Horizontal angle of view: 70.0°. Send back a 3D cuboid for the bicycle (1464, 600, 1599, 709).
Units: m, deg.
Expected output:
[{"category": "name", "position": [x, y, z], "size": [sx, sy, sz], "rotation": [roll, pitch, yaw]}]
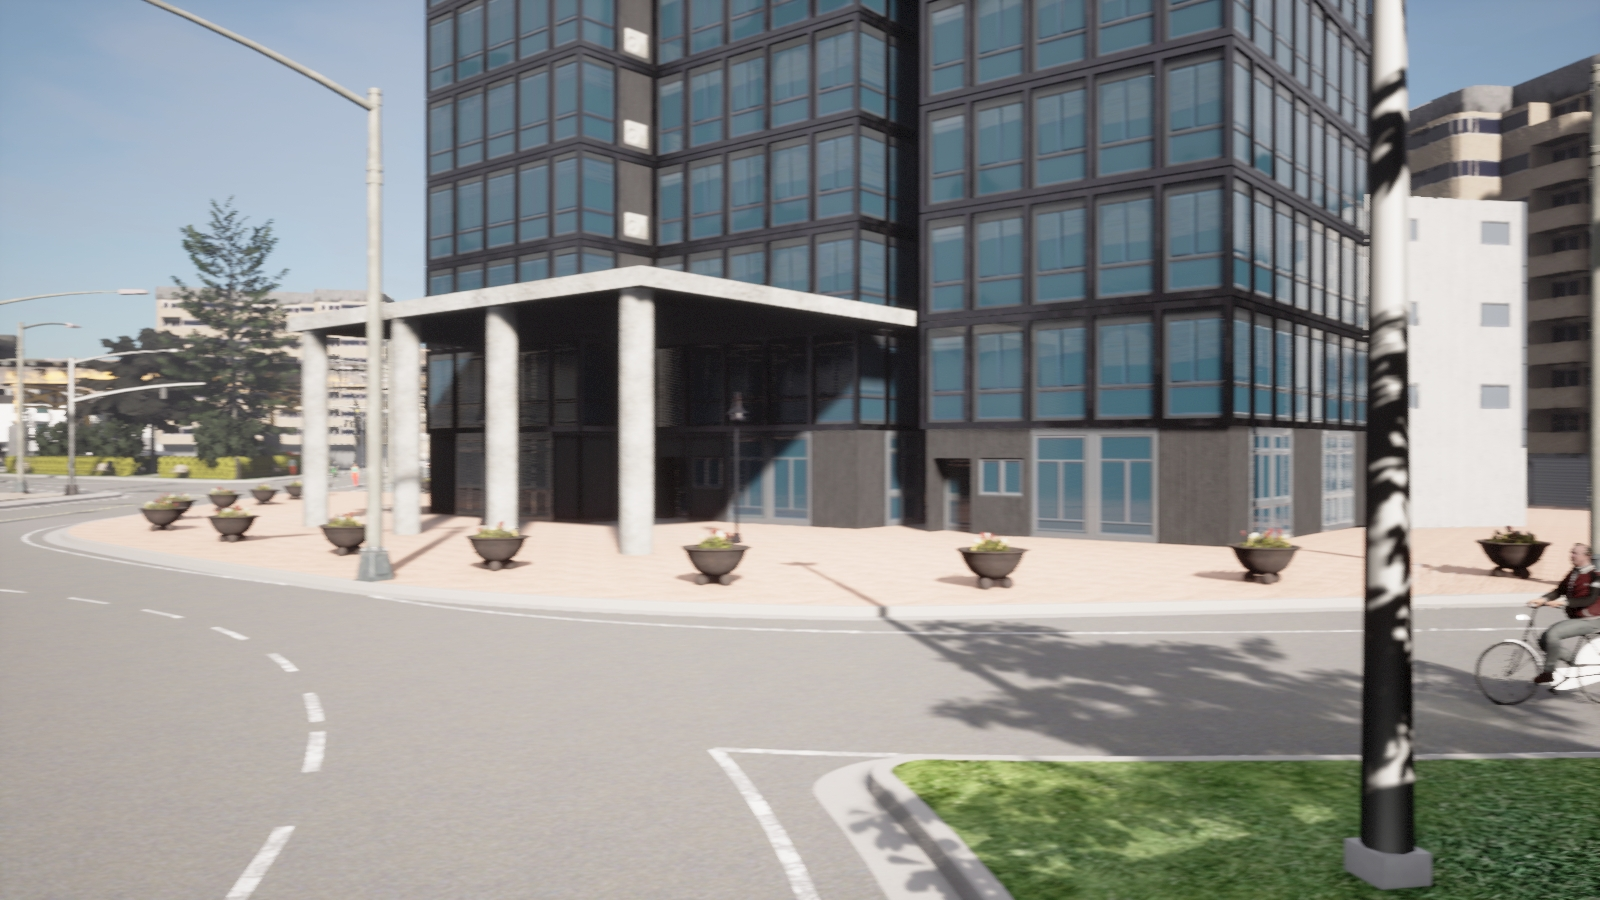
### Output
[{"category": "bicycle", "position": [8.262, 2.228, 12.501], "size": [1.835, 1.126, 0.329], "rotation": [0, 0, -3]}]
